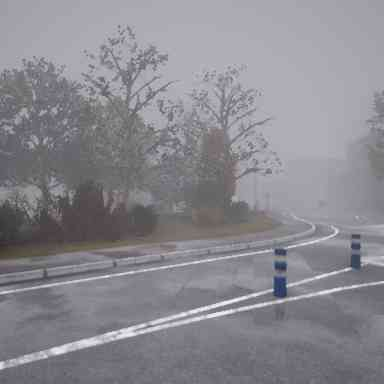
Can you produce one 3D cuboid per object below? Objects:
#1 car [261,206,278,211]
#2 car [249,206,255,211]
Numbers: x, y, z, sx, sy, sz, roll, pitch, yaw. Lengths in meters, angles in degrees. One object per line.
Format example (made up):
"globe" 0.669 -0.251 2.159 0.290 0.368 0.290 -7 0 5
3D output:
"car" 18.073 3.998 77.841 2.002 1.452 4.674 3 -5 -29
"car" 15.414 4.334 82.640 2.163 1.488 4.792 1 -4 -29
